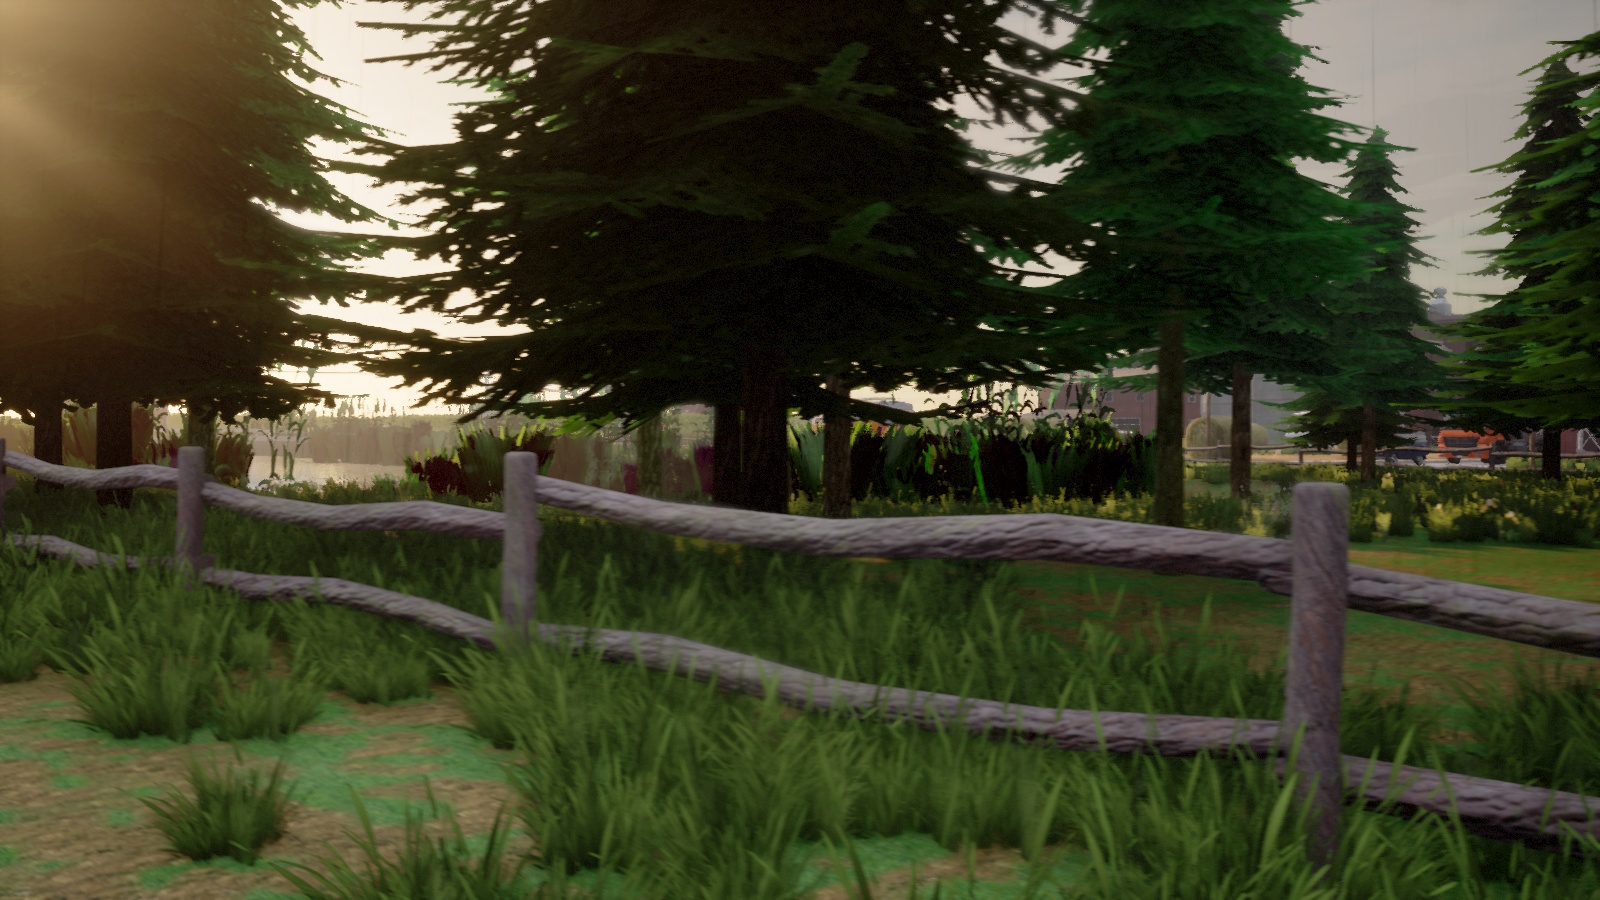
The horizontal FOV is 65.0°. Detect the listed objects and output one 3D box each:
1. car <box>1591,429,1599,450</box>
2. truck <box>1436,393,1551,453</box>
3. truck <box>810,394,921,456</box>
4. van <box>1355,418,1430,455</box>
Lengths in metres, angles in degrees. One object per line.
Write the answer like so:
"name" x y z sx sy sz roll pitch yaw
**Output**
"car" 51.218 -0.663 77.936 4.718 1.301 1.895 -1 1 -35
"truck" 41.841 -1.632 75.675 7.936 3.462 2.891 -1 1 -35
"truck" 4.177 -1.604 82.309 2.891 3.827 8.468 -1 1 -32
"van" 32.747 -0.731 69.362 4.442 1.987 1.775 -1 1 -35
